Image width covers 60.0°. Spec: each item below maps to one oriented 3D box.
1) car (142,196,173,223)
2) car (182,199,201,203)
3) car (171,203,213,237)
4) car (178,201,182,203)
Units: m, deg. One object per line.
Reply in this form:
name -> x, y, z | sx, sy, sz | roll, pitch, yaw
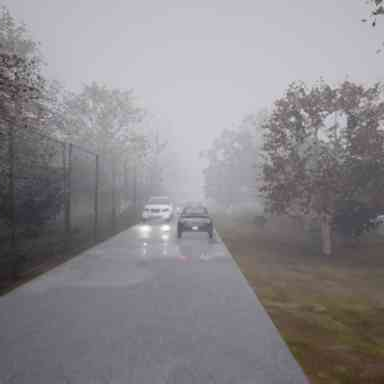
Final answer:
car -> -2.762, 1.399, 27.788 | 2.150, 2.045, 5.566 | 1, -1, 0
car -> 0.281, 1.689, 37.202 | 2.097, 1.767, 4.553 | 0, -1, 1
car -> 0.166, 1.575, 18.735 | 2.128, 1.511, 4.902 | 0, 0, 0
car -> -2.251, 2.524, 69.897 | 1.994, 1.385, 4.181 | 0, -1, 1
